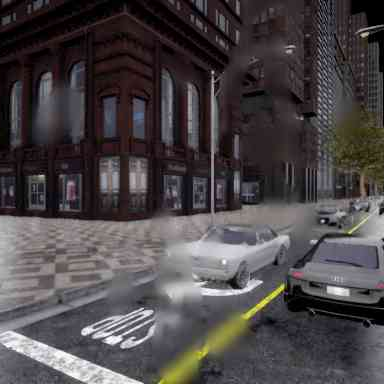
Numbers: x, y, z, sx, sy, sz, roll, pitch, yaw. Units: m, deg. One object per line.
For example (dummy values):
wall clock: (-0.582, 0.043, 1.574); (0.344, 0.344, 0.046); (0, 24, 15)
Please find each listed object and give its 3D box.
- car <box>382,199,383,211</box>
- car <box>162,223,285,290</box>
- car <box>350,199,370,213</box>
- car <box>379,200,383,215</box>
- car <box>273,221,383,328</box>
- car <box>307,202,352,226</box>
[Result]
car: (25.458, 1.597, 42.378); (2.033, 1.411, 5.357); (0, 0, 32)
car: (1.221, 1.603, 9.401); (1.895, 1.301, 4.718); (0, 0, 32)
car: (19.271, 1.526, 38.146); (2.128, 1.511, 4.902); (0, 0, 32)
car: (19.990, 1.535, 33.516); (1.837, 1.490, 4.892); (0, 0, 32)
car: (3.416, 1.569, 7.058); (1.994, 1.385, 4.181); (0, 0, 32)
car: (8.911, 1.578, 21.709); (1.994, 1.385, 4.181); (0, 0, 32)
